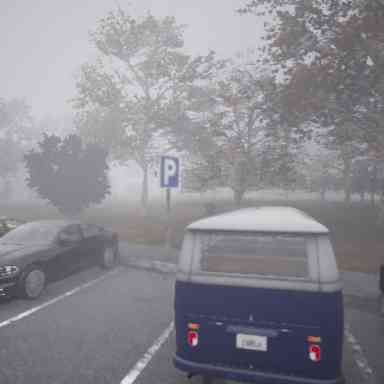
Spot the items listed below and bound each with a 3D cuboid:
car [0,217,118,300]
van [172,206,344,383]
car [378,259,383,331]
[{"bbox_3d":[-3.727,1.486,8.712,2.097,1.535,5.008,1,-1,15],"label":"car"},{"bbox_3d":[1.157,1.261,5.415,1.878,1.987,4.442,0,-1,15],"label":"van"},{"bbox_3d":[3.560,1.487,3.581,2.097,1.535,5.008,1,-1,15],"label":"car"}]
